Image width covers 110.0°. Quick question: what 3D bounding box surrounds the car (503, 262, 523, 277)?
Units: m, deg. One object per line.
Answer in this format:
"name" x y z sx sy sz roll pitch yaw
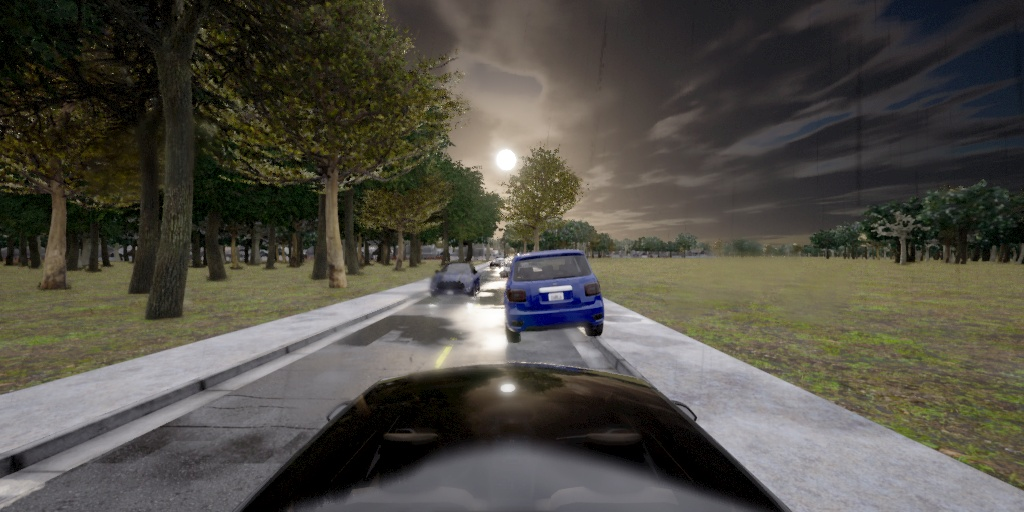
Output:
"car" 0.116 1.351 37.080 1.895 1.301 4.718 0 0 0

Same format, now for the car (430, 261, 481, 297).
"car" -2.829 1.102 18.736 2.097 1.767 4.553 0 0 0

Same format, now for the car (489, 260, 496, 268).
"car" -2.766 1.351 59.156 1.895 1.301 4.718 0 0 0

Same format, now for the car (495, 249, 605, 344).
"car" 0.882 0.897 9.771 2.150 2.045 5.566 -5 0 0
